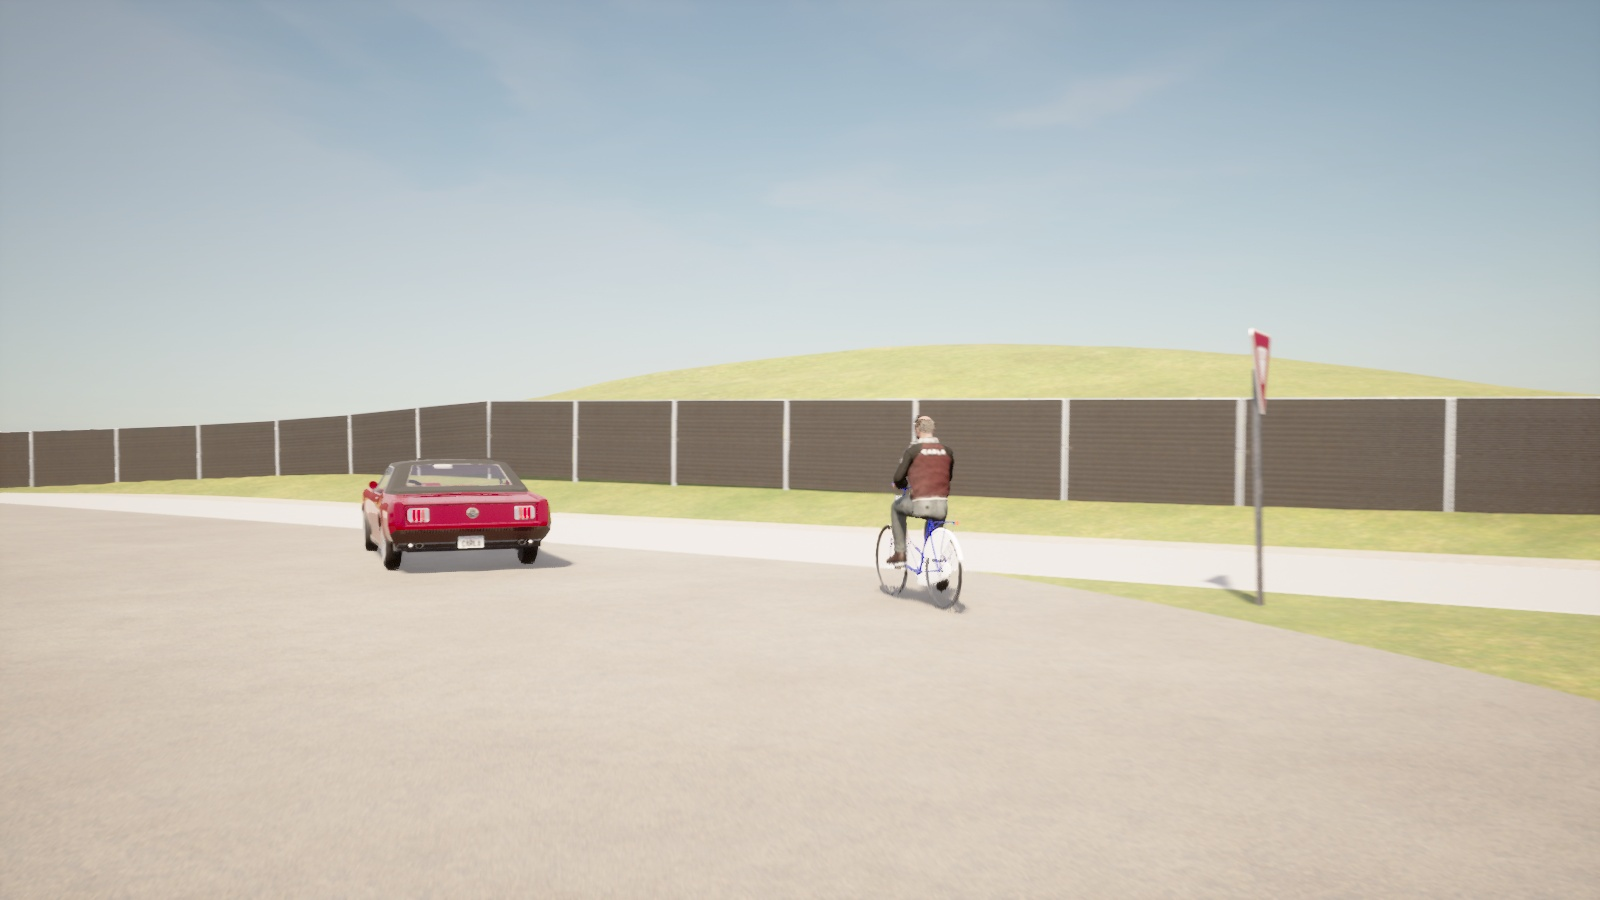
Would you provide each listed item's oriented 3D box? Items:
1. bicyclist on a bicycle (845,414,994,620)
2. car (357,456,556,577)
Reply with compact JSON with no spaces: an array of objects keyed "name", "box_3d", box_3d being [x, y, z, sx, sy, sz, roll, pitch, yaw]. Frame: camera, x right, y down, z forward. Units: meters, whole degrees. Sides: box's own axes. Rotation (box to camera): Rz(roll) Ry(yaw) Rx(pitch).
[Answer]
[{"name":"bicyclist on a bicycle","box_3d":[1.073,0.571,11.795,0.659,1.776,1.843,0,0,-20]},{"name":"car","box_3d":[-4.672,0.759,16.566,1.895,1.301,4.718,0,0,-23]}]
